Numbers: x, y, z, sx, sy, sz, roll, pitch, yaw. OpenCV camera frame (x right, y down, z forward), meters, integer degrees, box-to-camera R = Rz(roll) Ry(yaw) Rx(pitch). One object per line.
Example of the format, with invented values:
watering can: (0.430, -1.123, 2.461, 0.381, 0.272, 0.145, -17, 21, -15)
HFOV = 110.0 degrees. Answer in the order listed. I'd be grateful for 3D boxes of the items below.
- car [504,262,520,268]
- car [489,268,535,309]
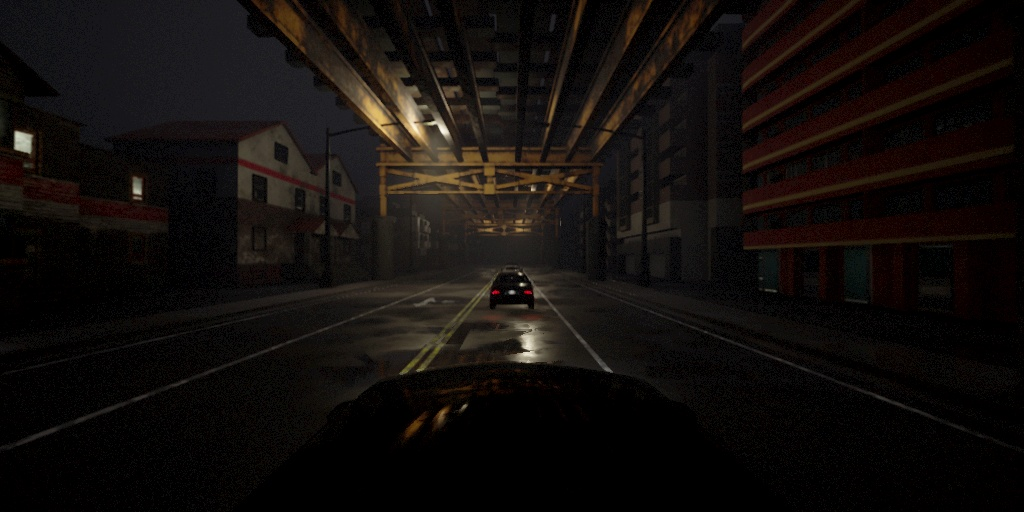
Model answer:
car: (-0.004, 1.517, 31.219, 1.812, 1.442, 4.674, 0, 0, 0)
car: (-0.003, 1.429, 15.831, 2.033, 1.411, 5.357, 0, -1, 0)
